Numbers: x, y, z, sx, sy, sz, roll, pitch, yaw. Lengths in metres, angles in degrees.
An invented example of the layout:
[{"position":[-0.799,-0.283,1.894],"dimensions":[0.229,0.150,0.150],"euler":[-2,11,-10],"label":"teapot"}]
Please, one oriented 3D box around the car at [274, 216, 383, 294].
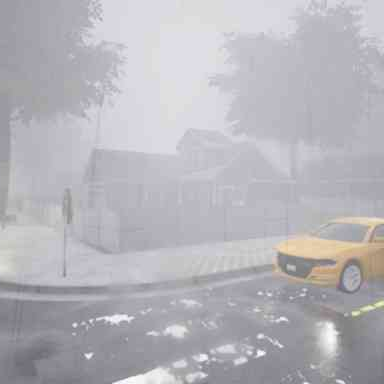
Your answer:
[{"position":[4.380,1.436,8.817],"dimensions":[5.008,1.535,1.882],"euler":[0,0,-31],"label":"car"}]
